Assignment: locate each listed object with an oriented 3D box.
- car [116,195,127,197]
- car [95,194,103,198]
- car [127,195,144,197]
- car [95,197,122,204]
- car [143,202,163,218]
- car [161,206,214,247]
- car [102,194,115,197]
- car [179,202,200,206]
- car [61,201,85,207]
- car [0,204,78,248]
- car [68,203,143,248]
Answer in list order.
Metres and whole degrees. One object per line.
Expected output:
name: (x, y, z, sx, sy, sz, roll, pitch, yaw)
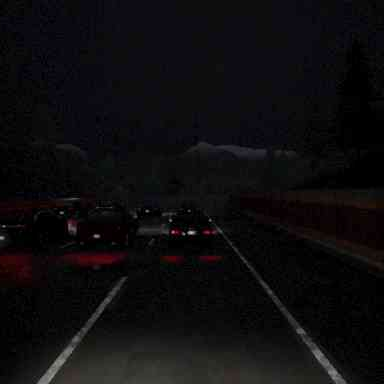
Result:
car: (-16.817, 1.530, 84.434, 1.895, 1.301, 4.718, 0, 0, 18)
car: (-23.396, 1.280, 86.829, 2.097, 1.767, 4.553, 0, 0, 18)
car: (-13.508, 1.464, 83.294, 2.128, 1.511, 4.902, 0, 0, 18)
car: (-7.256, 1.495, 29.759, 2.128, 1.511, 4.902, 0, 0, -1)
car: (-3.757, 1.573, 29.804, 1.994, 1.385, 4.181, 0, 0, -1)
car: (-0.067, 1.563, 14.849, 2.033, 1.411, 5.357, 0, 0, -1)
car: (-20.106, 1.470, 85.631, 2.033, 1.411, 5.357, 0, 0, 18)
car: (-0.257, 1.573, 29.848, 1.994, 1.385, 4.181, 0, 0, -1)
car: (-10.756, 1.533, 29.715, 1.812, 1.442, 4.674, 0, 0, -1)
car: (-7.067, 1.495, 14.760, 2.128, 1.511, 4.902, 0, 0, -1)
car: (-3.567, 1.485, 14.805, 1.882, 1.535, 5.008, 0, 0, -1)
